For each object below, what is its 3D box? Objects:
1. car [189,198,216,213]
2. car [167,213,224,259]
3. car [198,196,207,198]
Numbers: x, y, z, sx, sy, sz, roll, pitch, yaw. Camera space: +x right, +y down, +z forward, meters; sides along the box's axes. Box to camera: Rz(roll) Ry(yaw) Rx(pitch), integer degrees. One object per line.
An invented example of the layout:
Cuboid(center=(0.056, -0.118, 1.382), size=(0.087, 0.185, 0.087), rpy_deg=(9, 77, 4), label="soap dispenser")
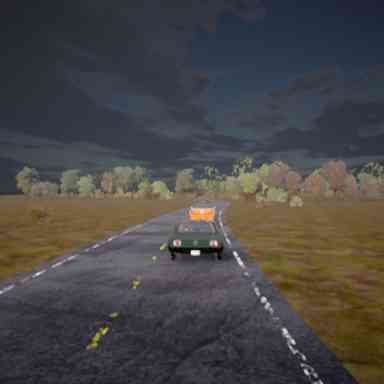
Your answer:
Cuboid(center=(0.941, 1.650, 28.273), size=(2.097, 1.767, 4.553), rpy_deg=(0, -1, 4), label="car")
Cuboid(center=(0.207, 1.742, 13.178), size=(1.895, 1.301, 4.718), rpy_deg=(0, -1, 2), label="car")
Cuboid(center=(2.010, 1.907, 65.836), size=(2.150, 2.045, 5.566), rpy_deg=(0, 0, 9), label="car")
